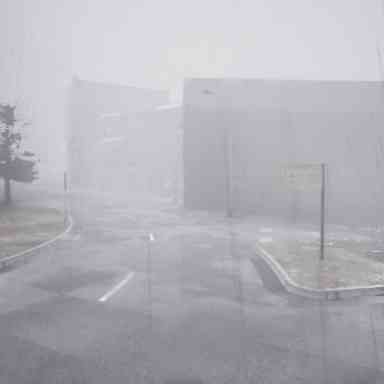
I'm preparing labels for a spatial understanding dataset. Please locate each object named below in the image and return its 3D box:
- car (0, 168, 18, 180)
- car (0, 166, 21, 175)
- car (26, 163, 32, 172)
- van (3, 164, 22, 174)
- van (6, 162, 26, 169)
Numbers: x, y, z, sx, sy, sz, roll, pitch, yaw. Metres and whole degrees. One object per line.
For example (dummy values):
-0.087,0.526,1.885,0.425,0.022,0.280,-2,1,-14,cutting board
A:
-36.247,-3.319,62.787,4.674,1.452,2.002,-2,8,-40,car
-37.454,-3.698,65.493,5.366,1.575,1.946,-2,8,-40,car
-43.685,-5.994,82.605,5.566,2.045,2.435,-2,7,-40,car
-38.282,-4.267,68.503,4.442,1.987,1.878,-2,7,-40,van
-41.657,-5.283,76.842,4.442,1.987,1.878,-2,8,-40,van
